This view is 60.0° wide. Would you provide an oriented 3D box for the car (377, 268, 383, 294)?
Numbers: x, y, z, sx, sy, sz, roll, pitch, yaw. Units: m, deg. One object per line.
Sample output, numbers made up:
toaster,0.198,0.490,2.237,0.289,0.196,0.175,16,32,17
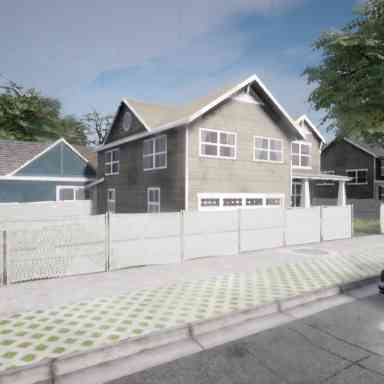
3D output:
car,6.341,1.549,7.362,5.357,1.411,2.033,0,0,-33
